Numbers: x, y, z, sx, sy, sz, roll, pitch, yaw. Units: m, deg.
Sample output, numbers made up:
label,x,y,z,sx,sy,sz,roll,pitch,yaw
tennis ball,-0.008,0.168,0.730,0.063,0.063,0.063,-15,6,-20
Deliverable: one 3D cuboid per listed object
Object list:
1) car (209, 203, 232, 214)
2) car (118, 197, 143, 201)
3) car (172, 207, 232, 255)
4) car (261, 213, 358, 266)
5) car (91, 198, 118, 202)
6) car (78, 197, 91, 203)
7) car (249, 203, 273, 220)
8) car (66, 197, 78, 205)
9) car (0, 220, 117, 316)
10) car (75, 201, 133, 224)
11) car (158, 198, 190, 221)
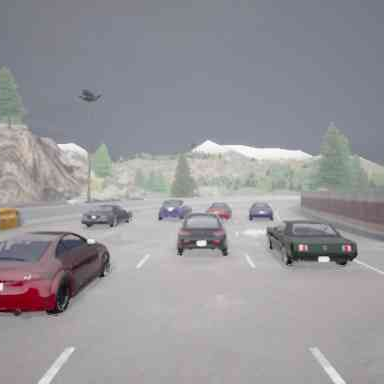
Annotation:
label,x,y,z,sx,sy,sz,roll,pitch,yaw
car,2.410,1.615,28.875,1.994,1.385,4.181,0,0,10
car,-9.385,1.599,53.633,1.837,1.490,4.892,0,0,19
car,0.458,1.550,13.394,1.812,1.442,4.674,0,0,3
car,3.852,1.622,11.634,1.895,1.301,4.718,0,0,3
car,-13.310,1.641,53.051,2.033,1.411,5.357,0,0,18
car,-16.314,1.660,55.001,1.994,1.385,4.181,0,0,18
car,5.949,1.616,28.792,1.994,1.385,4.181,0,0,10
car,-19.413,1.625,56.741,1.812,1.442,4.674,0,0,19
car,-3.301,1.577,7.632,1.994,1.385,4.181,0,0,1
car,-5.672,1.588,22.759,2.033,1.411,5.357,0,0,7
car,-1.321,1.401,27.874,2.097,1.767,4.553,0,0,9
